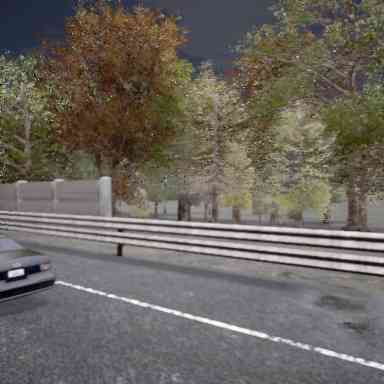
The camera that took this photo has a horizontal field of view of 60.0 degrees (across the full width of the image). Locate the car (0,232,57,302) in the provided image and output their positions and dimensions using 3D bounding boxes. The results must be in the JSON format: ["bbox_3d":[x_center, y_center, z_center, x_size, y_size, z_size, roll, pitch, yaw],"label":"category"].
[{"bbox_3d":[-5.347,1.575,7.642,5.357,1.411,2.033,0,0,35],"label":"car"}]
